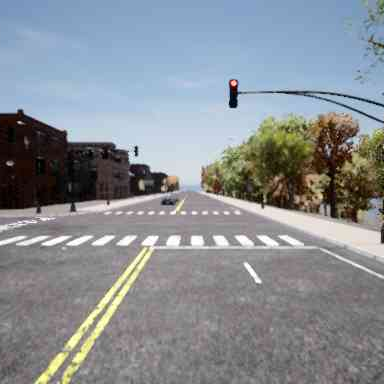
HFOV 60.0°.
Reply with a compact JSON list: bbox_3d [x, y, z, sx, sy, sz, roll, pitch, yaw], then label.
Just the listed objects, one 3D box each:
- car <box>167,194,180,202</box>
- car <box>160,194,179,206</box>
[{"bbox_3d":[-3.365,1.063,61.951,2.033,1.411,5.357,0,1,0],"label":"car"},{"bbox_3d":[-3.316,1.228,47.179,1.994,1.385,4.181,0,1,0],"label":"car"}]
